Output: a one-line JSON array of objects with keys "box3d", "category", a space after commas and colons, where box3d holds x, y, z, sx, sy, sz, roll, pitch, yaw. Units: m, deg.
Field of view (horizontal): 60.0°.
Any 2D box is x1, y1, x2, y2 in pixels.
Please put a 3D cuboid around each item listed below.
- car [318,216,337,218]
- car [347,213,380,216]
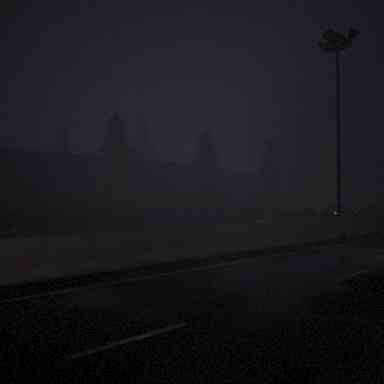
[{"box3d": [14.635, 1.995, 33.738, 4.553, 1.767, 2.097, 1, -1, -42], "category": "car"}, {"box3d": [16.660, 2.076, 30.853, 4.902, 1.511, 2.128, 1, -2, -42], "category": "car"}]
